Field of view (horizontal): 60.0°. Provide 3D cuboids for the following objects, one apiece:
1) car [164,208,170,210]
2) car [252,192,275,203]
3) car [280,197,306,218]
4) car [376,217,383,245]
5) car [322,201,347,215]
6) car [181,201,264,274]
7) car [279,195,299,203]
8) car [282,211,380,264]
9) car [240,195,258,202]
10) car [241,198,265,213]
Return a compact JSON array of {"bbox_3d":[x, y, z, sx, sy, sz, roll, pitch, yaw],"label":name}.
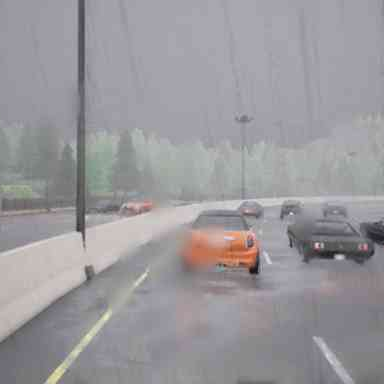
[{"bbox_3d":[-1.498,1.443,31.902,1.812,1.442,4.674,0,0,19],"label":"car"},{"bbox_3d":[14.520,1.119,67.373,2.150,2.045,5.566,0,0,40],"label":"car"},{"bbox_3d":[8.797,1.470,29.030,1.837,1.490,4.892,0,0,19],"label":"car"},{"bbox_3d":[8.317,1.602,13.191,1.895,1.301,4.718,0,0,9],"label":"car"},{"bbox_3d":[12.965,1.504,30.315,1.812,1.442,4.674,0,0,20],"label":"car"},{"bbox_3d":[0.978,1.330,10.751,2.097,1.767,4.553,0,0,7],"label":"car"},{"bbox_3d":[19.970,1.419,68.266,2.128,1.511,4.902,0,0,40],"label":"car"},{"bbox_3d":[4.585,1.590,11.808,1.895,1.301,4.718,0,0,8],"label":"car"},{"bbox_3d":[11.986,1.428,69.793,1.994,1.385,4.181,0,0,40],"label":"car"},{"bbox_3d":[5.192,1.514,29.251,1.994,1.385,4.181,0,0,18],"label":"car"}]
